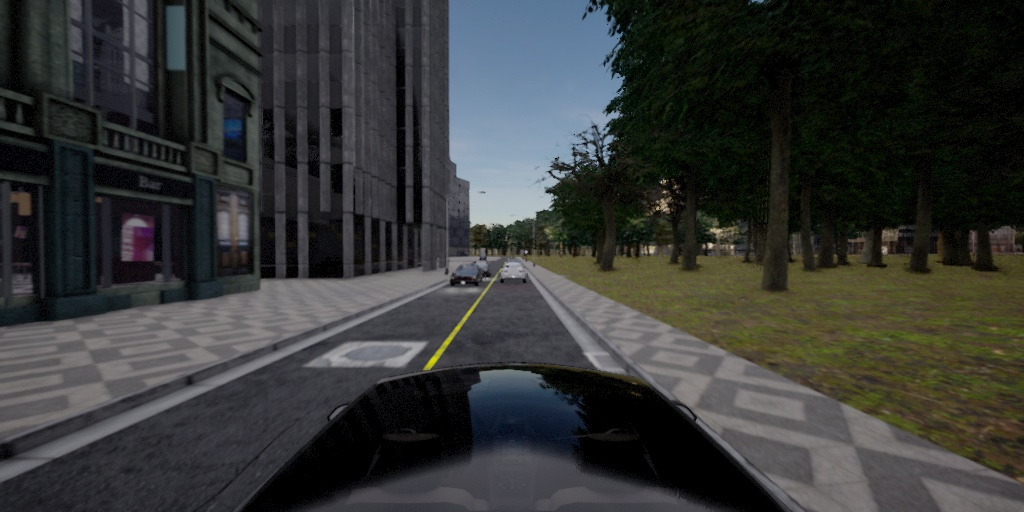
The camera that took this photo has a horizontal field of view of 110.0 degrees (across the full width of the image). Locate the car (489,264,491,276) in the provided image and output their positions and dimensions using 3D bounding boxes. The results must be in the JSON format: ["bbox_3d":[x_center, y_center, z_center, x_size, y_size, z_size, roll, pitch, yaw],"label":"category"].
[{"bbox_3d":[-2.973,1.176,33.629,1.812,1.442,4.674,0,0,0],"label":"car"}]

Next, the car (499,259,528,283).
[{"bbox_3d":[0.102,1.213,27.389,1.812,1.442,4.674,0,0,0],"label":"car"}]

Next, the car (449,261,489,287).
[{"bbox_3d":[-2.991,1.247,24.662,2.033,1.411,5.357,0,0,0],"label":"car"}]
